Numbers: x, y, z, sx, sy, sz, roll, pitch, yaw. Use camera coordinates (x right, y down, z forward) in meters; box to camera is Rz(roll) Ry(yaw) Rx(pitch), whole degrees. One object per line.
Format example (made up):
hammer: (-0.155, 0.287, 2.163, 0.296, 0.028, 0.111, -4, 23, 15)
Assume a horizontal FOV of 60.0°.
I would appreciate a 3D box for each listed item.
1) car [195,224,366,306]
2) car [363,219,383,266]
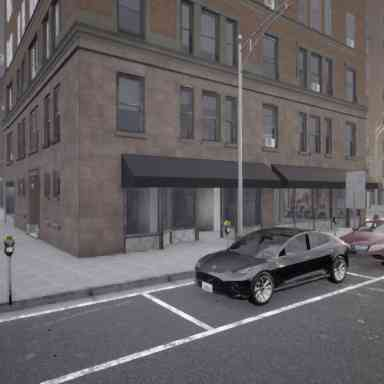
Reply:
car: (2.077, 1.566, 8.049, 4.313, 1.339, 1.947, 0, 0, -36)
car: (6.540, 1.582, 11.267, 4.206, 1.307, 1.802, 0, 0, -36)
